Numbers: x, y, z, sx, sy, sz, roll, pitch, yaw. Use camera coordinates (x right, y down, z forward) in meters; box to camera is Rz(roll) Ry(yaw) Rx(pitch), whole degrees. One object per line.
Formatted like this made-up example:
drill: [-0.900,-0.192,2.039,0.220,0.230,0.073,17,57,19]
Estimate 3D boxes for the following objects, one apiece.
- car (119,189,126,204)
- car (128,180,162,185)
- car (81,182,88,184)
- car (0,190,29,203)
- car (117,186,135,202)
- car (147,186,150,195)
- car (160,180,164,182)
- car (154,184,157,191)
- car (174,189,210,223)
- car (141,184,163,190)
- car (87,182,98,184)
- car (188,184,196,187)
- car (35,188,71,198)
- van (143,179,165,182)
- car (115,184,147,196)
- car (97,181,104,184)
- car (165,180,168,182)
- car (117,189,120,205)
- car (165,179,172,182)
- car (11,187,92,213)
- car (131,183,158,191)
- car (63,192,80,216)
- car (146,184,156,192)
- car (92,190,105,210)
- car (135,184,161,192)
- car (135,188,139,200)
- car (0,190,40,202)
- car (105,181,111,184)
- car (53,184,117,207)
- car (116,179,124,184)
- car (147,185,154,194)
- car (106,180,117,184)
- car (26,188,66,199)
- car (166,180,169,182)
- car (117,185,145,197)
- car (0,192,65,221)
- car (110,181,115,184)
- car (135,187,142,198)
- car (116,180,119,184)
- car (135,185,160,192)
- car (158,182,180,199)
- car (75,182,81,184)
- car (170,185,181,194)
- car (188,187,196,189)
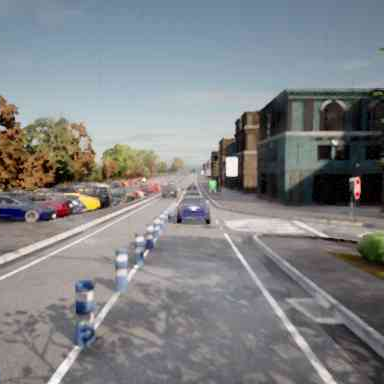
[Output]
car: [-9.888,0.746,35.218,4.792,1.488,2.163,0,1,1]
car: [-9.644,-0.873,68.622,5.566,2.045,2.435,0,3,1]
car: [-22.778,-0.446,63.022,4.553,1.767,2.185,0,3,1]
car: [-22.942,0.573,40.734,5.008,1.535,2.097,0,2,1]
car: [-9.836,0.451,40.794,4.553,1.767,2.185,0,2,1]
car: [-9.744,0.120,54.721,4.674,1.452,2.002,0,3,1]
car: [-9.510,-1.201,76.840,4.553,1.767,2.185,0,3,1]
car: [-9.636,-0.290,63.076,4.792,1.488,2.163,0,3,1]
car: [0.105,0.984,22.632,2.097,1.767,4.553,0,3,0]
car: [-9.521,-1.235,79.751,4.892,1.521,2.231,0,3,1]
car: [-22.880,-0.632,68.715,5.366,1.575,1.946,0,3,1]
car: [0.025,-1.069,76.812,2.128,1.511,4.902,0,3,0]
car: [-22.827,0.078,54.667,5.008,1.535,2.097,0,2,1]
van: [-9.606,-1.616,82.519,4.442,1.987,1.878,0,3,1]
car: [-9.797,0.071,51.930,4.553,1.767,2.185,0,2,1]
car: [-22.641,-1.034,71.480,5.566,2.045,2.435,0,3,1]
car: [-9.470,-1.546,85.309,5.008,1.535,2.097,0,3,1]
car: [-9.936,0.769,32.439,4.892,1.521,2.231,0,1,1]
car: [-9.204,-2.014,93.644,5.366,1.575,1.946,0,3,1]
car: [-10.049,0.739,24.077,4.553,1.767,2.185,0,0,1]
car: [-9.638,-0.429,65.859,4.674,1.452,2.002,0,3,1]
car: [-10.072,0.910,21.292,4.792,1.488,2.163,0,0,1]
car: [-9.686,-0.179,60.292,5.008,1.535,2.097,0,3,1]
car: [-9.987,0.842,26.857,5.008,1.535,2.097,0,1,1]
car: [-9.750,-0.932,74.195,5.366,1.575,1.946,0,3,1]
car: [-9.812,0.524,43.585,4.792,1.488,2.163,0,2,1]
car: [-22.915,0.488,43.651,4.892,1.521,2.231,0,2,1]
car: [-22.597,-1.204,79.838,4.674,1.452,2.002,0,3,1]
car: [-9.996,0.558,29.647,5.566,2.045,2.435,0,1,1]
car: [-22.465,-2.114,90.945,5.566,2.045,2.435,0,3,1]
car: [-9.710,-0.045,57.506,5.008,1.535,2.097,0,3,0]
car: [-22.550,-1.552,85.397,4.892,1.521,2.231,0,3,1]
car: [-22.662,0.191,51.879,5.366,1.575,1.946,0,2,1]
car: [-9.434,-1.700,88.088,5.008,1.535,2.097,0,3,1]
car: [-9.822,0.180,49.152,4.553,1.767,2.185,0,2,1]
car: [-10.039,0.925,18.508,4.792,1.488,2.163,0,0,1]
car: [-22.574,-1.399,82.616,5.008,1.535,2.097,0,3,1]
car: [-9.846,0.433,46.372,4.792,1.488,2.163,0,2,1]
car: [-22.547,-1.678,88.177,4.792,1.488,2.163,0,3,1]
car: [-9.585,-0.776,71.414,5.008,1.535,2.097,0,3,1]
car: [-3.328,-0.055,50.061,2.150,2.045,5.566,0,2,0]
car: [-22.825,-0.298,57.442,5.566,2.045,2.435,0,3,1]
car: [-3.254,-0.499,66.359,1.812,1.442,4.674,0,3,0]
car: [0.090,0.502,42.396,1.837,1.490,4.892,0,2,0]
